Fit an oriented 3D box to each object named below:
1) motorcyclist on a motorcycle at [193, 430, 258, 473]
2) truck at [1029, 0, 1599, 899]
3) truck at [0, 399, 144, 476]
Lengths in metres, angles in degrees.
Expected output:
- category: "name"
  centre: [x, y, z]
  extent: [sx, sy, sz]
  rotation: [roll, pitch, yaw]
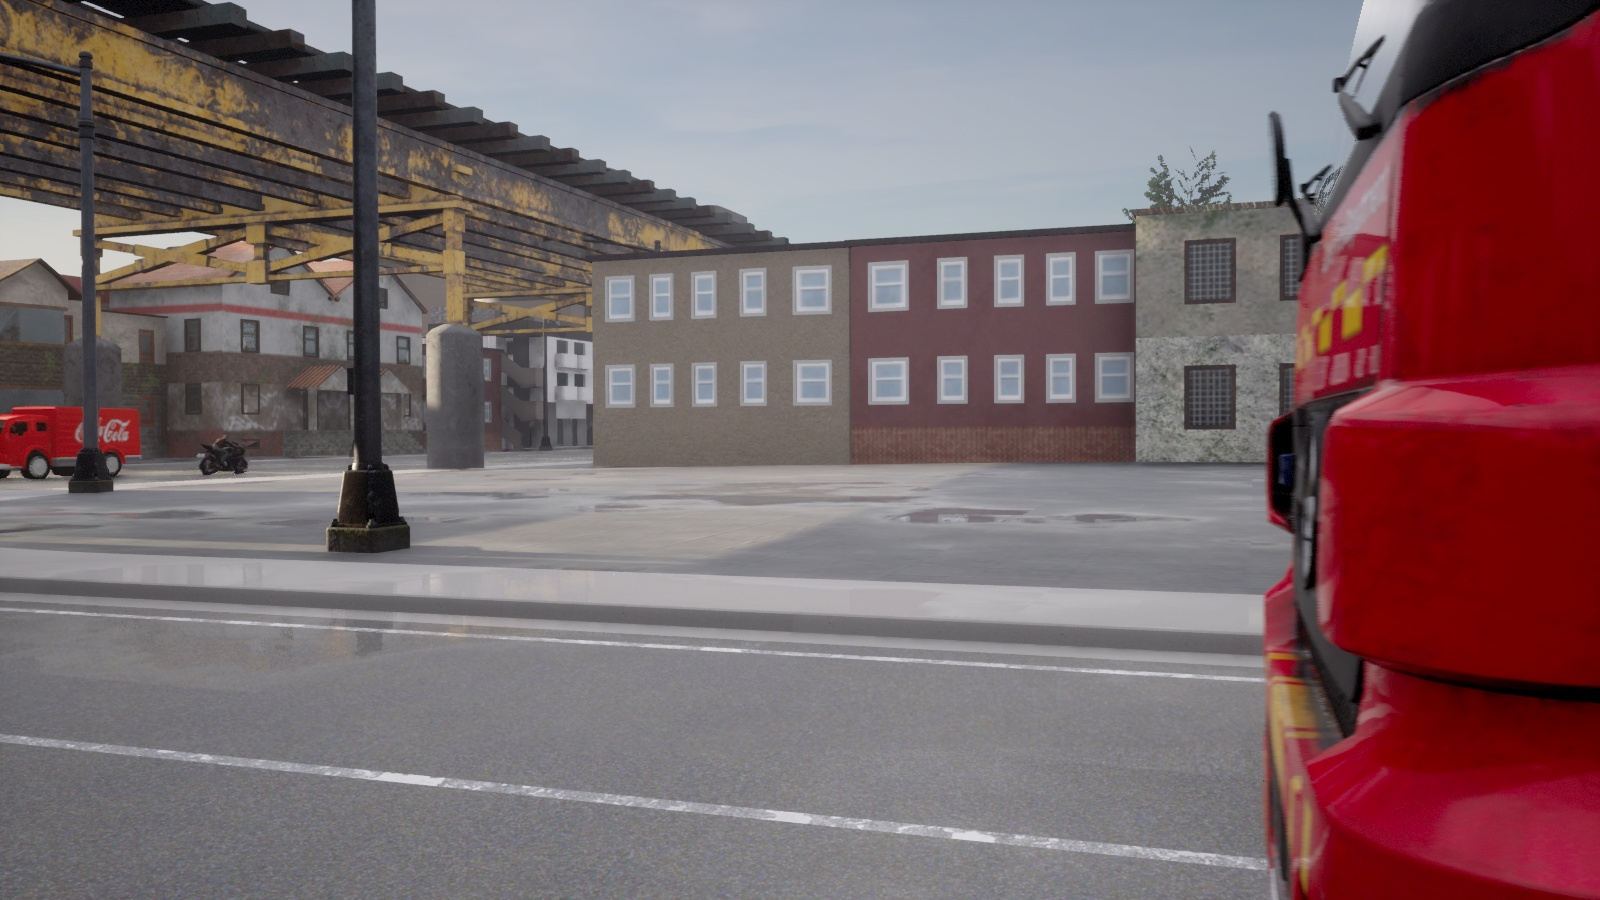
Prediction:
- category: "motorcyclist on a motorcycle"
  centre: [-21.134, 0.042, 46.233]
  extent: [0.866, 1.530, 2.191]
  rotation: [1, 1, 20]
- category: "truck"
  centre: [4.763, -0.345, 1.573]
  extent: [8.468, 3.827, 2.891]
  rotation: [1, 1, 19]
- category: "truck"
  centre: [-25.857, -0.453, 43.438]
  extent: [2.627, 2.467, 5.204]
  rotation: [1, 1, 20]
